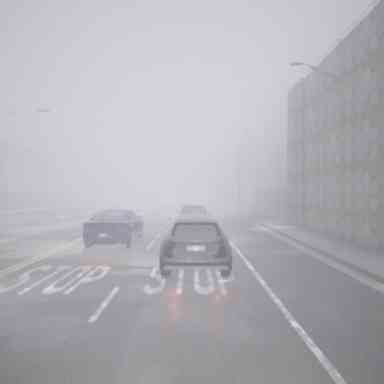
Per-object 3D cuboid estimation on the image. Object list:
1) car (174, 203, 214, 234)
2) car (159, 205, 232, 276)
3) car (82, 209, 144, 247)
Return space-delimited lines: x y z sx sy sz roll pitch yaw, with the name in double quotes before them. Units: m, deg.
"car" 0.100 1.522 20.130 2.163 1.488 4.792 0 0 0
"car" 0.101 1.440 10.367 2.033 1.649 4.856 0 0 0
"car" -3.399 1.491 15.126 1.882 1.535 5.008 0 0 0
